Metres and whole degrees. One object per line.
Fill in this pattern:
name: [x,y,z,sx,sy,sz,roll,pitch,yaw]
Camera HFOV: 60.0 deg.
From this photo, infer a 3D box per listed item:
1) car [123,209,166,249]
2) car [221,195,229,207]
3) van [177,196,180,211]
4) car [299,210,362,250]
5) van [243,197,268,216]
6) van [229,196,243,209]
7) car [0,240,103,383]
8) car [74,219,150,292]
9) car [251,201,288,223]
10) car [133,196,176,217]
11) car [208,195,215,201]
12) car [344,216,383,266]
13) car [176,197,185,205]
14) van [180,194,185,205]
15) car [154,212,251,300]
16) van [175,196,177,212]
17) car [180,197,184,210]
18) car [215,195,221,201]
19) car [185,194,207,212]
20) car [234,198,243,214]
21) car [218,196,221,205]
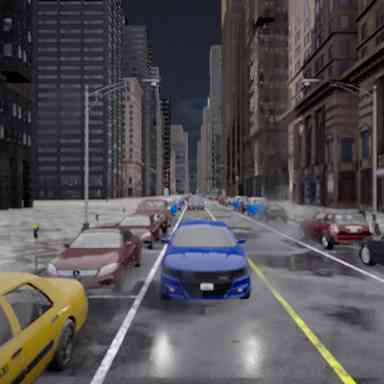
car: [-2.363,1.627,14.601,1.802,1.307,4.206,0,0,0]
car: [6.278,1.618,54.328,1.967,1.590,4.097,0,0,0]
van: [-2.313,1.441,31.634,1.690,1.788,3.998,0,0,0]
car: [6.162,1.486,14.585,1.967,1.590,4.097,0,0,0]
van: [6.212,1.441,31.619,1.690,1.788,3.998,0,0,0]
van: [6.245,1.479,42.973,1.690,1.788,3.998,0,0,0]
car: [-2.396,1.535,3.076,1.752,1.417,4.829,0,0,0]
car: [-2.379,1.610,8.924,1.802,1.307,4.206,0,0,0]
car: [6.196,1.632,25.940,2.008,1.369,4.403,0,0,0]
car: [-2.346,1.378,20.279,2.192,1.841,5.009,0,0,0]
car: [6.390,1.869,92.656,2.008,1.369,4.403,0,0,0]
car: [6.146,1.579,8.907,2.008,1.369,4.403,0,0,0]
car: [-2.214,1.743,65.527,1.752,1.417,4.829,0,0,0]
van: [-2.264,1.499,48.666,1.690,1.788,3.998,0,0,0]
car: [0.286,1.505,8.708,1.882,1.535,5.008,0,0,0]
van: [-2.330,1.423,25.957,1.690,1.788,3.998,0,0,0]
car: [-2.280,1.720,42.988,1.802,1.307,4.206,0,0,0]
car: [6.311,1.534,65.683,2.192,1.841,5.009,0,0,0]
car: [0.480,1.485,41.362,2.097,1.767,4.553,0,0,0]
car: [6.229,1.664,37.295,1.887,1.381,4.507,0,0,0]
car: [6.295,1.780,60.005,1.802,1.307,4.206,0,0,0]
